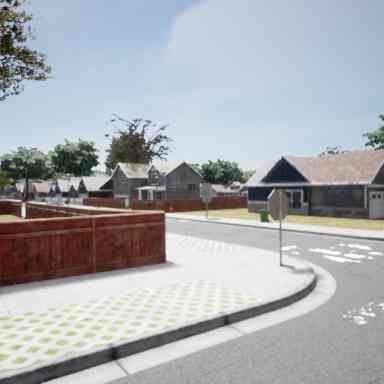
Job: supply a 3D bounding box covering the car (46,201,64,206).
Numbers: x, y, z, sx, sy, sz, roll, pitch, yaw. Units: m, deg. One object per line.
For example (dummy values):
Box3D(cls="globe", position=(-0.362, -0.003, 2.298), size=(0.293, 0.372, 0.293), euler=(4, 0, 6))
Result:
Box3D(cls="car", position=(-19.265, 1.938, 46.391), size=(1.895, 1.301, 4.718), euler=(0, 0, -36))
